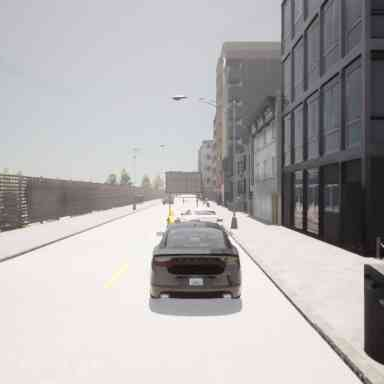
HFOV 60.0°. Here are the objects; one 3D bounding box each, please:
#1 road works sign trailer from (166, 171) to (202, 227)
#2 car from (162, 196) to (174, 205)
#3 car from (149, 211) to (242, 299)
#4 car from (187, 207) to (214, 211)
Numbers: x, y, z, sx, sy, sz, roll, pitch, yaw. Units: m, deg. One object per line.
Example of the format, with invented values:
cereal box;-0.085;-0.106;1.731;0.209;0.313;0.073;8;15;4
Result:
road works sign trailer;-0.568;0.464;21.341;2.380;3.560;2.880;0;0;-17
car;-4.192;1.504;58.536;1.837;1.490;4.892;0;0;0
car;0.071;1.477;8.507;1.882;1.535;5.008;0;0;0
car;0.423;1.539;17.859;1.812;1.442;4.674;0;-1;-9
